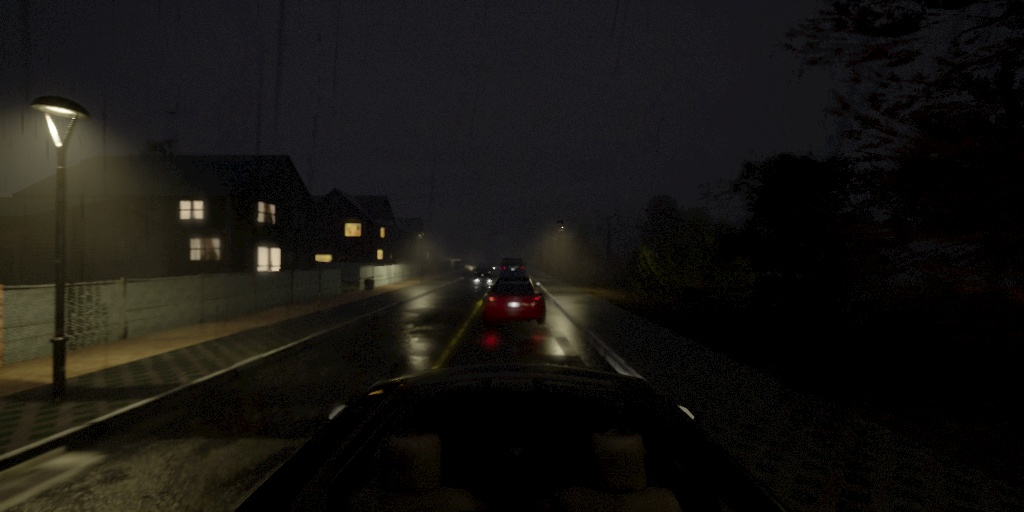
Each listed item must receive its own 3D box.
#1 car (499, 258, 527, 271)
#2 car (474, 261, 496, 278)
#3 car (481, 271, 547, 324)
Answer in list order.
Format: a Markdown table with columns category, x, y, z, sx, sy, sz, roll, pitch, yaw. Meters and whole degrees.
| category | x | y | z | sx | sy | sz | roll | pitch | yaw |
| --- | --- | --- | --- | --- | --- | --- | --- | --- | --- |
| car | 0.073 | 1.148 | 30.601 | 2.150 | 2.045 | 5.566 | 0 | 0 | 0 |
| car | -2.876 | 1.515 | 37.656 | 2.033 | 1.411 | 5.357 | 0 | 0 | 0 |
| car | 0.076 | 1.383 | 12.356 | 1.994 | 1.385 | 4.181 | 0 | 0 | 0 |
